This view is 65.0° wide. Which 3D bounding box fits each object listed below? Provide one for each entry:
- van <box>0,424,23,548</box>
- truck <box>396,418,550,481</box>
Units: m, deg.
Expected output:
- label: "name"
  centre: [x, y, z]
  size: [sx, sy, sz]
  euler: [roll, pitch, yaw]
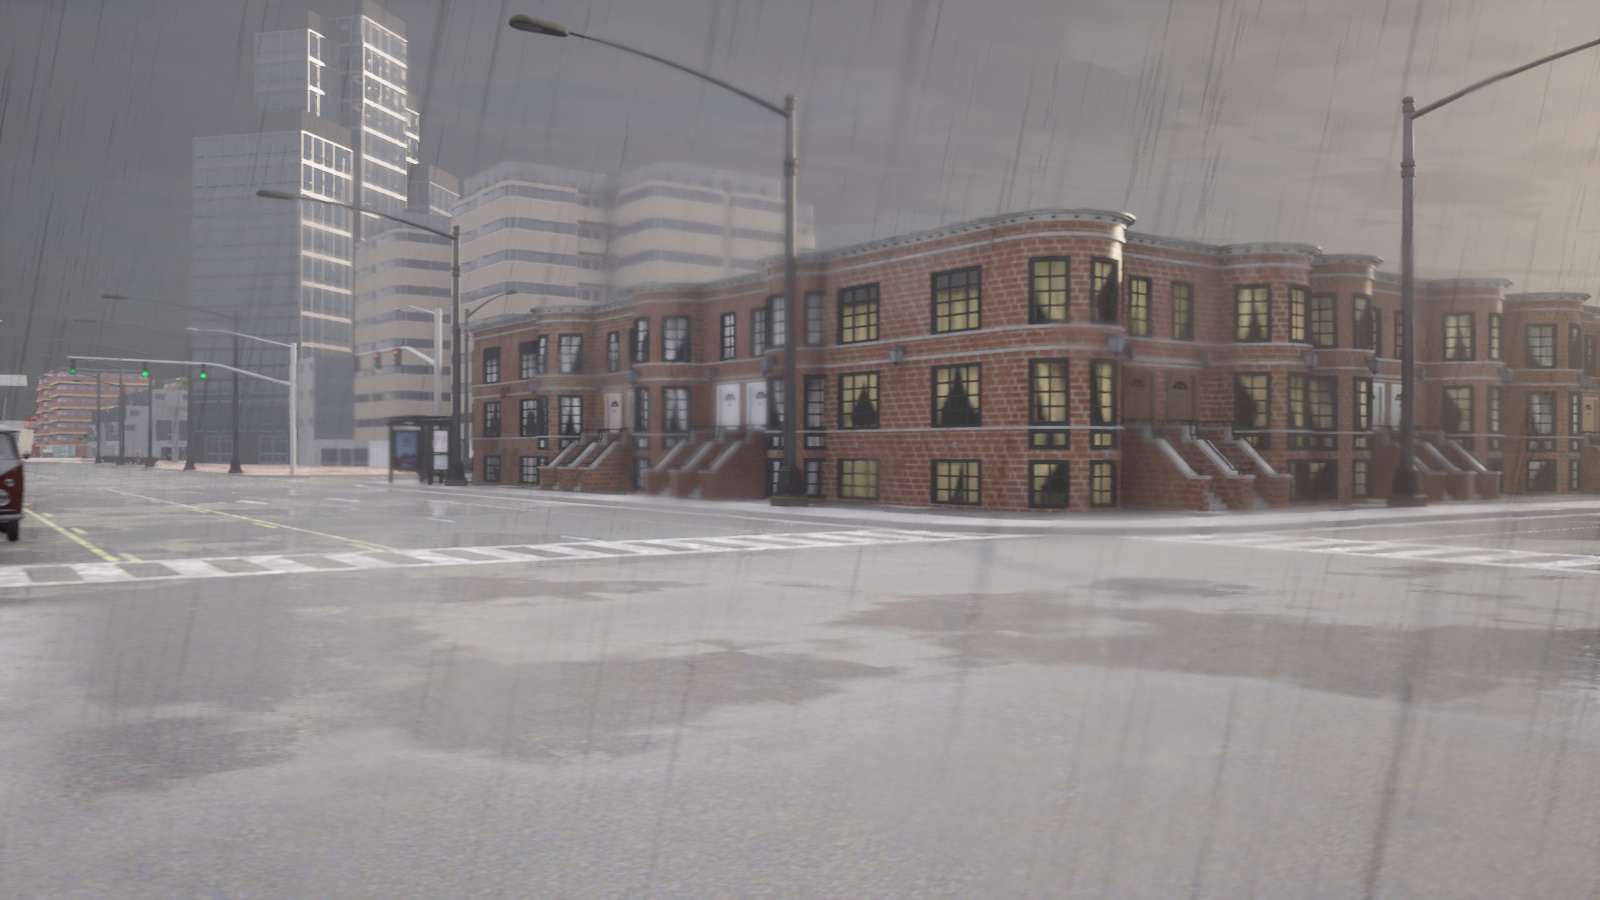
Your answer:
- label: "van"
  centre: [-14.494, 0.581, 21.523]
  size: [1.775, 1.987, 4.442]
  euler: [0, 0, -35]
- label: "truck"
  centre: [-18.550, -0.022, 71.504]
  size: [7.936, 3.462, 2.891]
  euler: [0, 0, -35]
